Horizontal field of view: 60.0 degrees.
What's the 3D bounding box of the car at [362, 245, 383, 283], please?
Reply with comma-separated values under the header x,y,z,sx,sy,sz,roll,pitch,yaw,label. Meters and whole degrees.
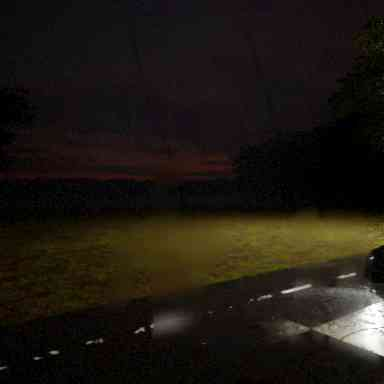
x,y,z,sx,sy,sz,roll,pitch,yaw,label
6.160,1.595,8.384,4.181,1.385,1.994,0,0,-35,car
